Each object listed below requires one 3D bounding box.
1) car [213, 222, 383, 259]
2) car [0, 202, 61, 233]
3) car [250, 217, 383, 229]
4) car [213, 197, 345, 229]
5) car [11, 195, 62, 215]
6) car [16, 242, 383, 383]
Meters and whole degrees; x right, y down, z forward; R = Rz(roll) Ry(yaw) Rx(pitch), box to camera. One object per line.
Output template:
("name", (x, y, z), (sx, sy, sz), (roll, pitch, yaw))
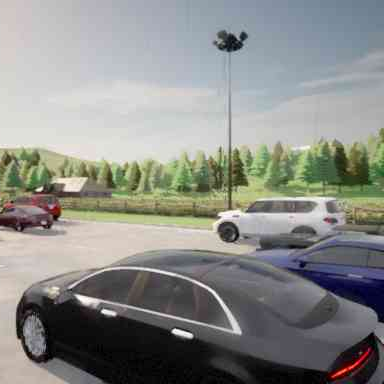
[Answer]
("car", (2.911, 1.526, 6.216), (4.674, 1.442, 1.812), (0, 0, 35))
("car", (-10.102, 1.531, 19.782), (4.674, 1.442, 1.812), (0, 0, 35))
("car", (4.294, 1.601, 9.527), (4.718, 1.301, 1.895), (0, 0, 36))
("car", (3.612, 1.223, 14.314), (5.566, 2.045, 2.150), (0, 0, 35))
("car", (-12.407, 1.228, 25.743), (5.566, 2.045, 2.150), (0, 0, 35))
("car", (-0.347, 1.506, 4.240), (4.892, 1.490, 1.837), (0, 0, 36))
